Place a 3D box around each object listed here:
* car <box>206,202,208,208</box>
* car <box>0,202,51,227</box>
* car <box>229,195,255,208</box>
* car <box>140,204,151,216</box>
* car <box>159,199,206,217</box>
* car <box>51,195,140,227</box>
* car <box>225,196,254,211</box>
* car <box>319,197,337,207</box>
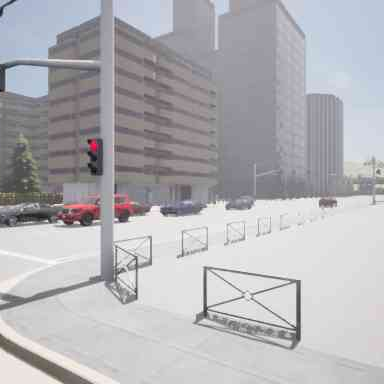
[{"bbox_3d":[-0.167,1.547,39.135,2.033,1.411,5.357,0,0,35],"label":"car"},{"bbox_3d":[-11.302,1.492,22.987,2.128,1.511,4.902,0,0,35],"label":"car"},{"bbox_3d":[7.687,1.351,50.407,2.097,1.767,4.553,0,0,35],"label":"car"},{"bbox_3d":[-6.043,1.601,30.619,1.895,1.301,4.718,0,0,35],"label":"car"},{"bbox_3d":[-1.004,1.600,31.764,1.895,1.301,4.718,0,0,35],"label":"car"},{"bbox_3d":[-6.640,1.221,23.586,2.150,2.045,5.566,0,0,35],"label":"car"},{"bbox_3d":[5.866,1.526,41.698,1.812,1.442,4.674,0,0,35],"label":"car"},{"bbox_3d":[20.783,1.478,50.716,1.882,1.535,5.008,0,0,35],"label":"car"}]
